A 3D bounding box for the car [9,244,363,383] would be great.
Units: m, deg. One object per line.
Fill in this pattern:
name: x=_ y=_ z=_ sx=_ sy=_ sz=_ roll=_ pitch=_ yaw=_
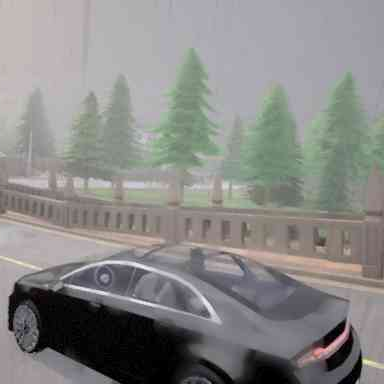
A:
car: x=-0.518 y=1.463 z=4.361 sx=4.902 sy=1.511 sz=2.128 roll=1 pitch=1 yaw=35
